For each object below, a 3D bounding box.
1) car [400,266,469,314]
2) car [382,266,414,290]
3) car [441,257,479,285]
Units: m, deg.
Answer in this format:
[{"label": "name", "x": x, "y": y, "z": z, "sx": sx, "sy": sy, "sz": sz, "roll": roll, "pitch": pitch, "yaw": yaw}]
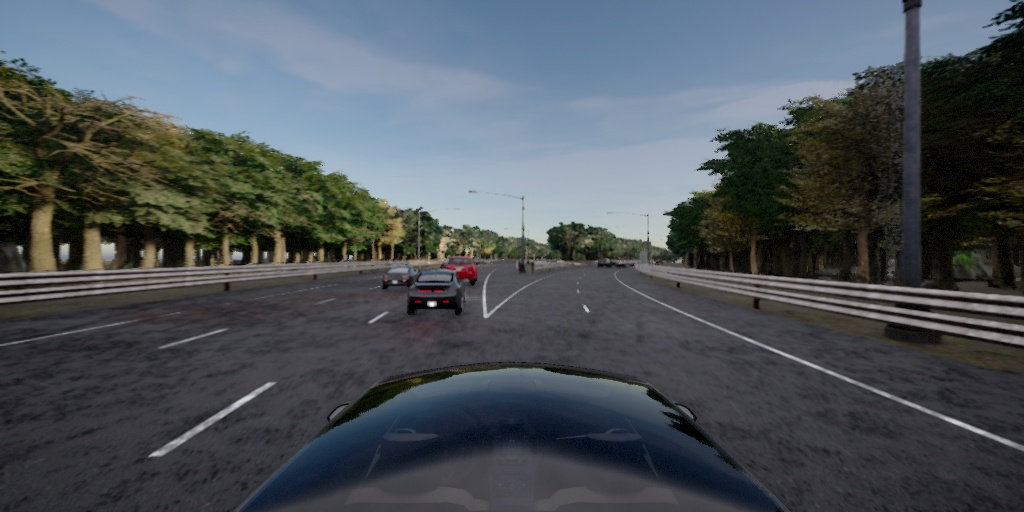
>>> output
[{"label": "car", "x": -2.769, "y": 1.295, "z": 13.884, "sx": 1.837, "sy": 1.490, "sz": 4.892, "roll": 0, "pitch": 0, "yaw": -5}, {"label": "car", "x": -6.869, "y": 1.328, "z": 22.866, "sx": 1.812, "sy": 1.442, "sz": 4.674, "roll": 0, "pitch": 0, "yaw": -4}, {"label": "car", "x": -3.758, "y": 1.071, "z": 27.311, "sx": 2.150, "sy": 2.045, "sz": 5.566, "roll": 0, "pitch": 0, "yaw": -3}]
